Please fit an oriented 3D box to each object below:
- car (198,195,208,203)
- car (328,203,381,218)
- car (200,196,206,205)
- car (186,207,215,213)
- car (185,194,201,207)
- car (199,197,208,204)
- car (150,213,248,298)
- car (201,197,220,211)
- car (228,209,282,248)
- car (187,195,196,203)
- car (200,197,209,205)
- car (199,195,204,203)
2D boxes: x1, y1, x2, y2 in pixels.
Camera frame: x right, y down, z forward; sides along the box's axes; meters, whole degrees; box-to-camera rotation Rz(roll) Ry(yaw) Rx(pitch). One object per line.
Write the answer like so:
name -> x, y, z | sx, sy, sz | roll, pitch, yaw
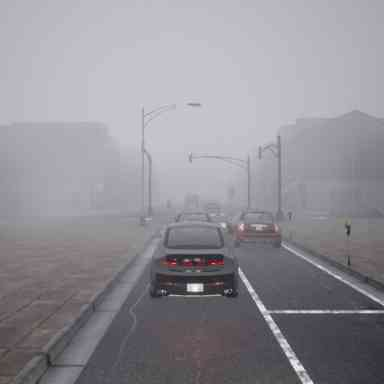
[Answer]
car -> 2.494, 1.735, 79.763 | 2.192, 1.841, 5.009 | 1, -1, 0
car -> 14.502, 1.631, 29.804 | 4.181, 1.385, 1.994 | 0, -2, 0
car -> 2.557, 1.705, 47.135 | 1.947, 1.339, 4.313 | 1, 0, 0
car -> 0.060, 1.619, 16.032 | 1.895, 1.301, 4.718 | 0, 0, 0
car -> -0.018, 1.418, 55.383 | 2.150, 2.045, 5.566 | 0, 0, 1
car -> 2.501, 1.892, 74.492 | 1.752, 1.417, 4.829 | 1, -1, 0
car -> 0.022, 1.512, 8.534 | 1.837, 1.490, 4.892 | 0, 0, -1
car -> 2.569, 1.673, 41.698 | 1.947, 1.339, 4.313 | 1, 0, 0
car -> 2.630, 1.457, 14.952 | 1.967, 1.590, 4.097 | 2, 0, 0
car -> -0.170, 1.676, 82.654 | 2.150, 2.045, 5.566 | 0, -1, 0
car -> 2.512, 1.840, 69.054 | 1.752, 1.417, 4.829 | 1, -1, 0
car -> 2.547, 1.703, 52.742 | 1.752, 1.417, 4.829 | 1, 0, 0
